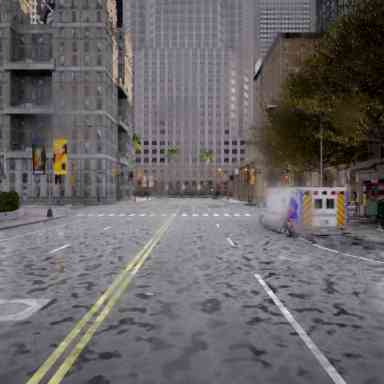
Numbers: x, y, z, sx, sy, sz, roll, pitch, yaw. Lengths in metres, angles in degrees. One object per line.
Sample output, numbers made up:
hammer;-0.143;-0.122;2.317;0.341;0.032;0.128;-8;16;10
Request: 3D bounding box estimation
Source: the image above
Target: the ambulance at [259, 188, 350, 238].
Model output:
ambulance;5.492;1.034;17.773;2.351;2.431;6.366;0;0;-9
